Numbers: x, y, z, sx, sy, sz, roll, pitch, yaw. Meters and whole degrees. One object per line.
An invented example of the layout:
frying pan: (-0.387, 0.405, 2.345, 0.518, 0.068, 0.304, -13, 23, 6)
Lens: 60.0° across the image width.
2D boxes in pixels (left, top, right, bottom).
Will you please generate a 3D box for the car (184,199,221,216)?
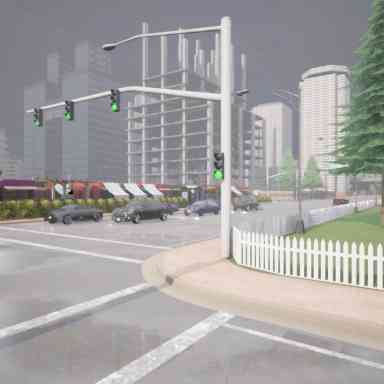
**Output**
car: (1.060, 1.526, 32.433, 1.812, 1.442, 4.674, 0, 0, 34)

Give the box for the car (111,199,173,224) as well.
car: (-3.892, 1.352, 25.140, 2.097, 1.767, 4.553, 0, 0, 34)

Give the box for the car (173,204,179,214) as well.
car: (-3.423, 1.547, 32.076, 2.033, 1.411, 5.357, 0, 0, 34)

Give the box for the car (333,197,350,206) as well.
car: (24.103, 1.478, 53.649, 1.882, 1.535, 5.008, 0, 0, 34)

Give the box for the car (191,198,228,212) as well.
car: (2.223, 1.547, 40.411, 2.033, 1.411, 5.357, 0, 0, 34)

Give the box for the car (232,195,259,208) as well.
car: (7.927, 1.352, 48.764, 2.097, 1.767, 4.553, 0, 0, 35)

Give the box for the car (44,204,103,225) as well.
car: (-8.606, 1.564, 24.422, 1.994, 1.385, 4.181, 0, 0, 34)

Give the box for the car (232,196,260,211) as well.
car: (6.696, 1.505, 40.759, 1.837, 1.490, 4.892, 0, 0, 34)
